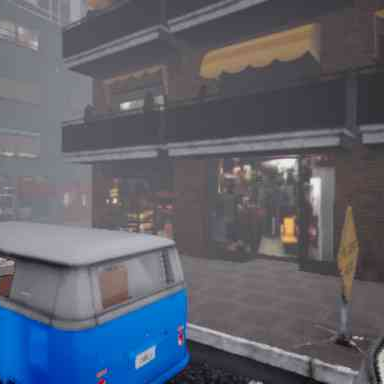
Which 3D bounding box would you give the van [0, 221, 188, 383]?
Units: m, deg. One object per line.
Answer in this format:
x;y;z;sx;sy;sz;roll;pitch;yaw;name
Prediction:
-1.955;1.339;4.250;3.998;1.788;1.690;0;1;35;van

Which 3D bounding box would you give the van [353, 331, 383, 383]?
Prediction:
2.611;1.339;1.004;3.998;1.788;1.690;0;1;35;van
